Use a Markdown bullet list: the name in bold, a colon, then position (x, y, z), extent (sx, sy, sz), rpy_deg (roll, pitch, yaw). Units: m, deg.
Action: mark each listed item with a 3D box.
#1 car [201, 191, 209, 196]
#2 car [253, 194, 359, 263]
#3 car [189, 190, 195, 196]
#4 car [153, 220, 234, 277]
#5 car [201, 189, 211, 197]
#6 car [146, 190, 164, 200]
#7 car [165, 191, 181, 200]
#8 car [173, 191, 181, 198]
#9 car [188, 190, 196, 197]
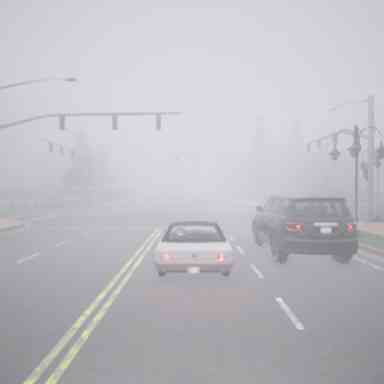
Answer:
- **car**: position (3.486, 0.317, 91.302), extent (1.994, 1.385, 4.181), rpy_deg (0, 1, 0)
- **car**: position (3.572, 1.082, 11.500), extent (2.150, 2.045, 5.566), rpy_deg (0, 1, 0)
- **car**: position (-0.014, 0.289, 91.301), extent (1.812, 1.442, 4.674), rpy_deg (0, 1, 0)
- **car**: position (0.060, 1.482, 9.838), extent (1.895, 1.301, 4.718), rpy_deg (0, 1, 0)
- **car**: position (3.487, 0.252, 80.649), extent (2.150, 2.045, 5.566), rpy_deg (0, 1, 0)
- **car**: position (-7.024, 0.794, 63.034), extent (2.033, 1.411, 5.357), rpy_deg (0, 1, 0)
- **car**: position (-3.536, 0.809, 63.080), extent (1.994, 1.385, 4.181), rpy_deg (0, 1, 0)
- **car**: position (-3.513, 0.560, 78.642), extent (1.837, 1.490, 4.892), rpy_deg (0, 1, 0)
- **car**: position (-0.013, 0.547, 80.996), extent (1.812, 1.442, 4.674), rpy_deg (0, 1, 0)
